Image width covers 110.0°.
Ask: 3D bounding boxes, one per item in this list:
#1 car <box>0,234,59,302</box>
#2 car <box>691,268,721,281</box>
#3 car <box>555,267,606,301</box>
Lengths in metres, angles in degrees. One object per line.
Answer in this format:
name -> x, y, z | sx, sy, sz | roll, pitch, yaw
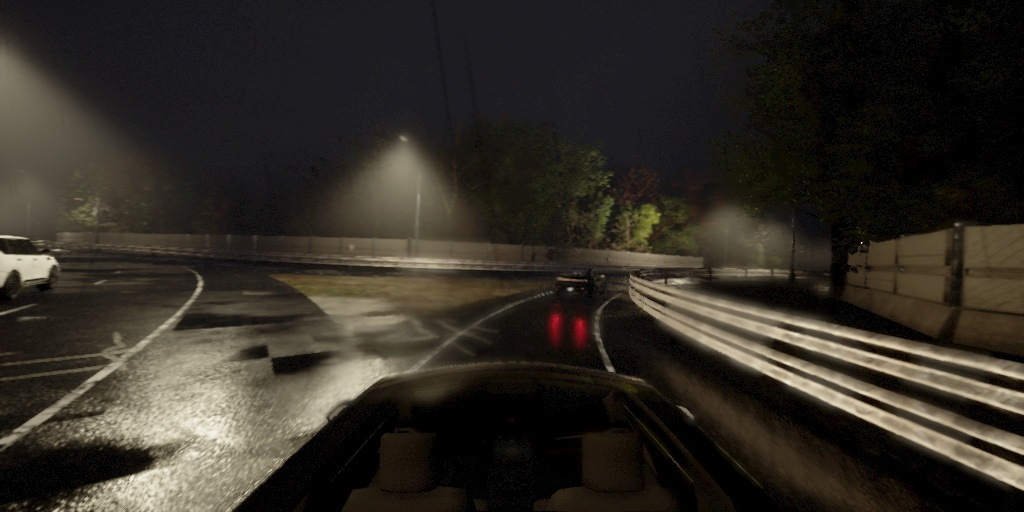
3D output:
car -> -16.872, 0.292, 11.397 | 2.150, 2.045, 5.566 | 2, 0, -39
car -> 22.082, 2.072, 40.822 | 4.181, 1.385, 1.994 | 2, 0, -38
car -> 3.635, 1.340, 18.506 | 2.128, 1.511, 4.902 | 2, 0, 24
